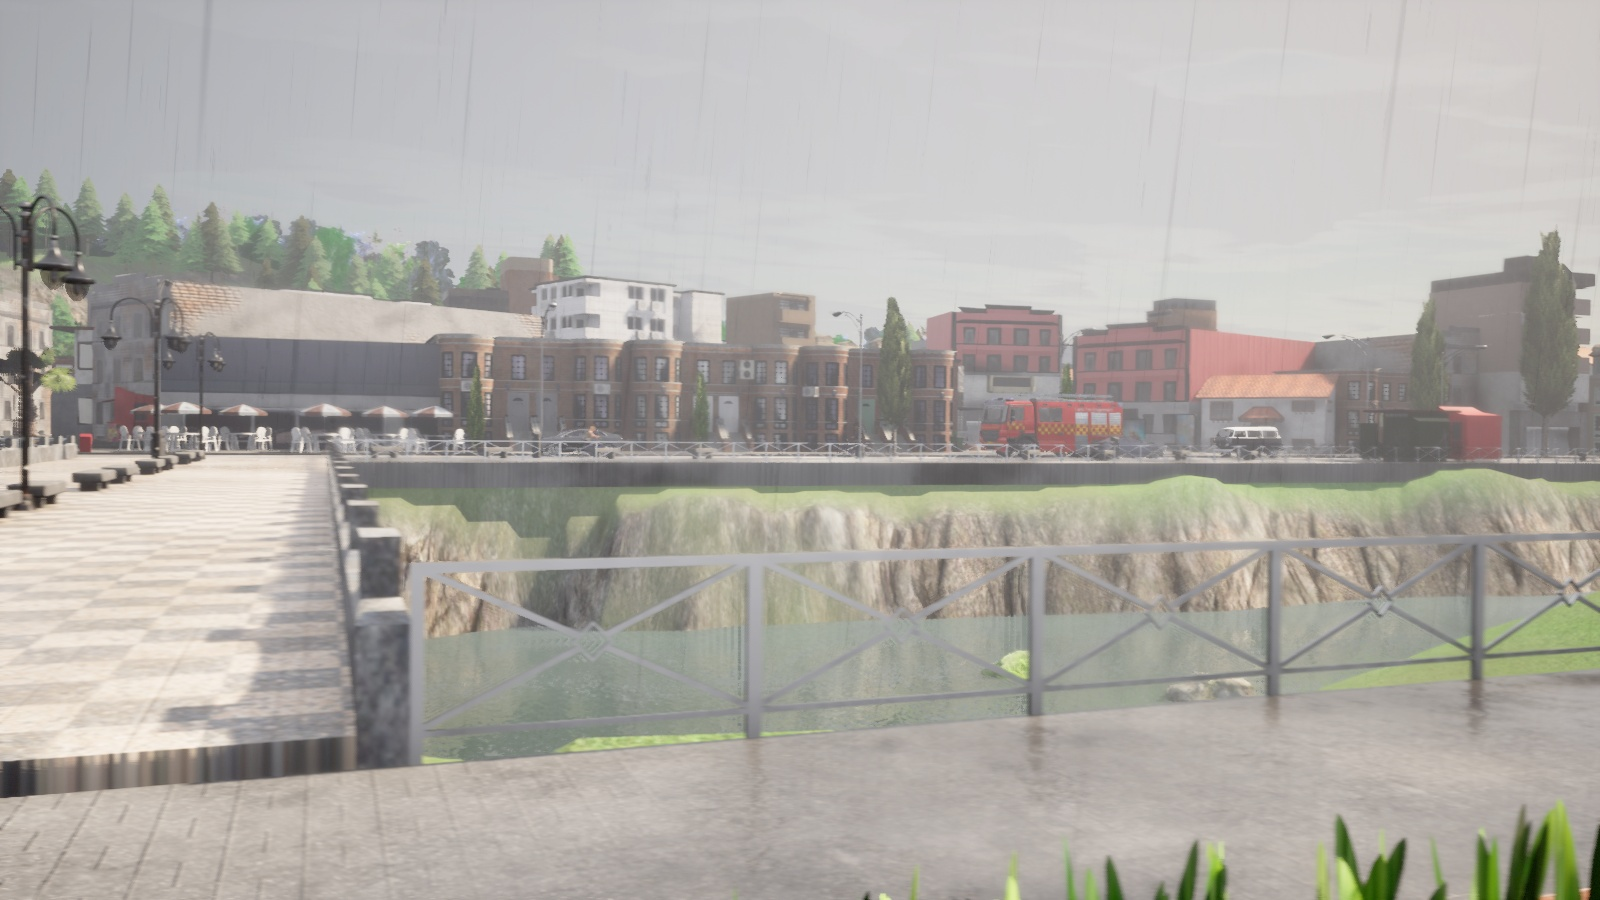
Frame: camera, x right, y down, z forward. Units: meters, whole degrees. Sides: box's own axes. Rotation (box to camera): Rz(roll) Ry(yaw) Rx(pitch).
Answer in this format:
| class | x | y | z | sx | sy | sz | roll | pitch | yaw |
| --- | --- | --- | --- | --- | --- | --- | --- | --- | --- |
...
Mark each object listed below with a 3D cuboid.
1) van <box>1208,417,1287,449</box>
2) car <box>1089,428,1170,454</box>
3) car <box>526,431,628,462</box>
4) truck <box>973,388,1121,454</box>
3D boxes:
| class | x | y | z | sx | sy | sz | roll | pitch | yaw |
| --- | --- | --- | --- | --- | --- | --- | --- | --- | --- |
| van | 28.738 | -1.102 | 80.671 | 4.480 | 2.038 | 2.069 | -1 | 1 | -21 |
| car | 19.075 | -0.528 | 72.725 | 4.181 | 1.385 | 1.994 | -1 | 1 | -21 |
| car | -11.607 | -0.183 | 65.343 | 4.902 | 1.511 | 2.128 | -1 | 1 | -21 |
| truck | 14.835 | -1.754 | 75.377 | 8.468 | 3.827 | 2.891 | -1 | 1 | -21 |
